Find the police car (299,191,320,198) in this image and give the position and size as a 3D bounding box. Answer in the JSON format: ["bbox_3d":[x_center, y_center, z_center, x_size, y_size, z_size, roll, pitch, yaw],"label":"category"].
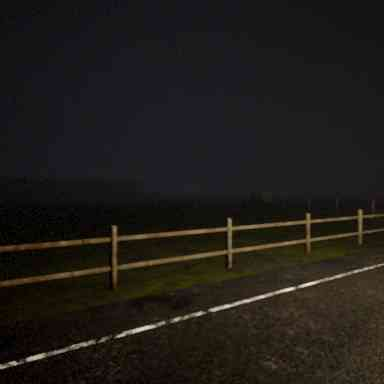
[{"bbox_3d":[27.494,0.639,77.777,2.038,1.542,4.974,1,0,-32],"label":"police car"}]
